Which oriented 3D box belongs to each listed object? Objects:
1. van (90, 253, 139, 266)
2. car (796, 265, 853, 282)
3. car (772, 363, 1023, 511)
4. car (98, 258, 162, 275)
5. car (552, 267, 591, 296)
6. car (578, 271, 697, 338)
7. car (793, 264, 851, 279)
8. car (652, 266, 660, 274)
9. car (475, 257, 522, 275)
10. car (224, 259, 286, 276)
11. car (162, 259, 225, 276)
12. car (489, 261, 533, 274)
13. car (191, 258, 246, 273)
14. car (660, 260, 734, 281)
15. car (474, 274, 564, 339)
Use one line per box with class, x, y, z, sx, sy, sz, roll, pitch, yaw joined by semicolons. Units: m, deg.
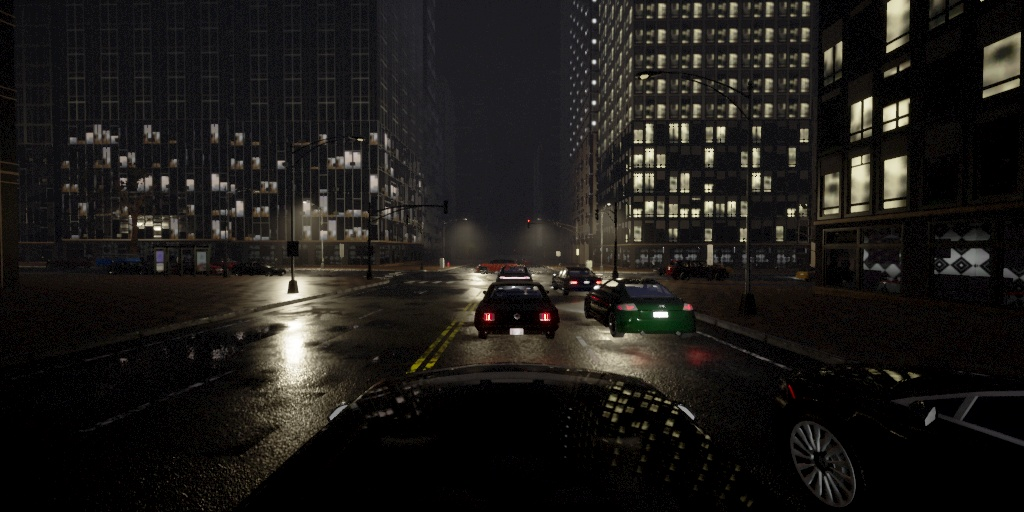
van;-45.232;0.603;41.154;3.998;1.789;1.690;0;0;1
car;27.683;1.577;31.354;4.829;1.417;1.751;0;0;1
car;3.340;1.242;1.375;2.128;1.511;4.902;0;0;0
car;-34.054;1.068;32.477;4.313;1.339;1.948;0;0;1
car;3.409;1.288;19.435;2.033;1.411;5.357;0;0;-3
car;3.369;1.310;10.205;1.994;1.385;4.181;0;0;-1
car;31.979;1.560;37.046;4.181;1.385;1.994;1;1;1
car;17.214;1.373;37.328;4.892;1.490;1.837;1;1;1
car;-1.529;1.053;37.641;4.553;1.767;2.097;1;1;1
car;-22.689;1.172;32.153;4.313;1.339;1.948;0;0;1
car;-28.373;1.137;32.295;4.207;1.307;1.802;0;0;1
car;0.123;1.232;19.235;2.128;1.511;4.902;0;0;0
car;-31.244;0.996;38.247;4.181;1.385;1.994;1;1;1
car;16.235;1.267;31.568;5.009;1.841;2.192;0;0;1
car;0.110;1.347;9.979;1.895;1.301;4.718;0;0;0
